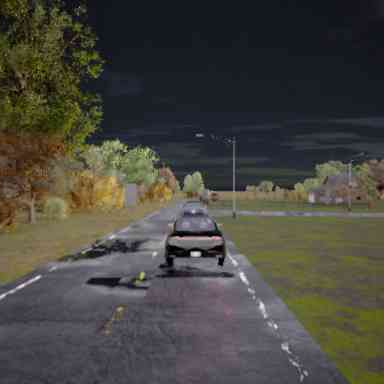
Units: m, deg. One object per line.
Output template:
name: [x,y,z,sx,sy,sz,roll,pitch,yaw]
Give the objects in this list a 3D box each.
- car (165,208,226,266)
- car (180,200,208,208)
car: [0.104,1.545,11.797,2.128,1.511,4.902,0,0,0]
car: [0.135,1.469,25.783,2.097,1.767,4.553,0,0,1]
